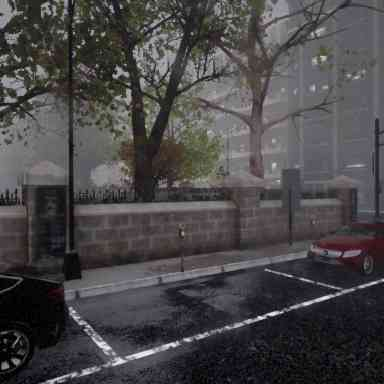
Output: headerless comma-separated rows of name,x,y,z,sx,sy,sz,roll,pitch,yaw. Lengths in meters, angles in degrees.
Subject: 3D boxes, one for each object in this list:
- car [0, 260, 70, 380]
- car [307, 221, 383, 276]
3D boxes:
car,-3.723,1.566,3.936,4.313,1.339,1.947,0,0,-35
car,5.356,1.581,10.269,4.206,1.307,1.802,0,0,-35
